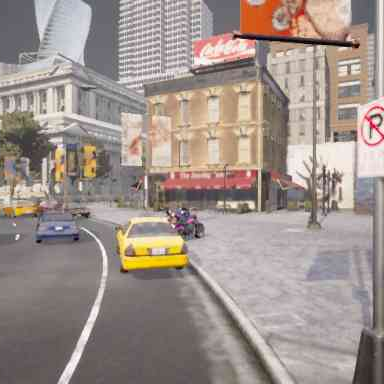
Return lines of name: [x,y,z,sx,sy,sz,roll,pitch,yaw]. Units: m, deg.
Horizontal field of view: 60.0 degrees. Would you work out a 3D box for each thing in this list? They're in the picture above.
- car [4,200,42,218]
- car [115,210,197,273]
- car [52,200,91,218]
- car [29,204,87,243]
car: [-15.581,1.471,30.109,1.882,1.535,5.008,0,0,-42]
car: [-1.478,1.455,10.764,1.801,1.575,5.366,0,0,-15]
car: [-10.377,1.585,28.766,1.895,1.301,4.718,0,0,-34]
car: [-6.584,1.558,16.198,2.033,1.411,5.357,0,0,-24]
